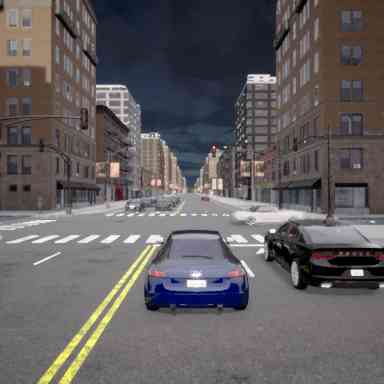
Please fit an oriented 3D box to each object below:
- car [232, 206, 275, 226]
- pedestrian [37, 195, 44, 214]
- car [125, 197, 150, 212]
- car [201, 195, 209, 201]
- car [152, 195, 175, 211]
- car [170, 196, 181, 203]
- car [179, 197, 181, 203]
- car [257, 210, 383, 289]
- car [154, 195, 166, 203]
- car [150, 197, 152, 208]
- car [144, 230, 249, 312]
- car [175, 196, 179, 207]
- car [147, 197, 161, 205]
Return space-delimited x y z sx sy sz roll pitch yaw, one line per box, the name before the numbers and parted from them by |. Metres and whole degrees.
car | 5.249 1.603 22.958 4.718 1.301 1.895 0 0 0
pedestrian | -14.180 1.170 31.106 0.375 1.860 0.375 0 0 0
car | -6.644 1.490 39.223 2.128 1.511 4.902 0 0 0
car | 3.152 1.464 80.604 1.882 1.535 5.008 0 0 0
car | -3.396 1.504 40.476 1.837 1.490 4.892 0 0 0
car | -3.335 1.500 69.715 2.033 1.411 5.357 0 0 0
car | -3.396 1.557 59.329 1.994 1.385 4.181 0 0 0
car | 3.327 1.478 9.180 1.882 1.535 5.008 0 0 0
car | -6.585 1.482 69.290 2.128 1.511 4.902 0 0 0
car | -6.655 1.502 48.469 1.837 1.490 4.892 0 0 0
car | 0.079 1.564 7.800 1.994 1.385 4.181 0 0 0
car | -3.402 1.501 49.785 1.837 1.490 4.892 0 0 0
car | -6.650 1.594 58.393 1.895 1.301 4.718 0 0 0
